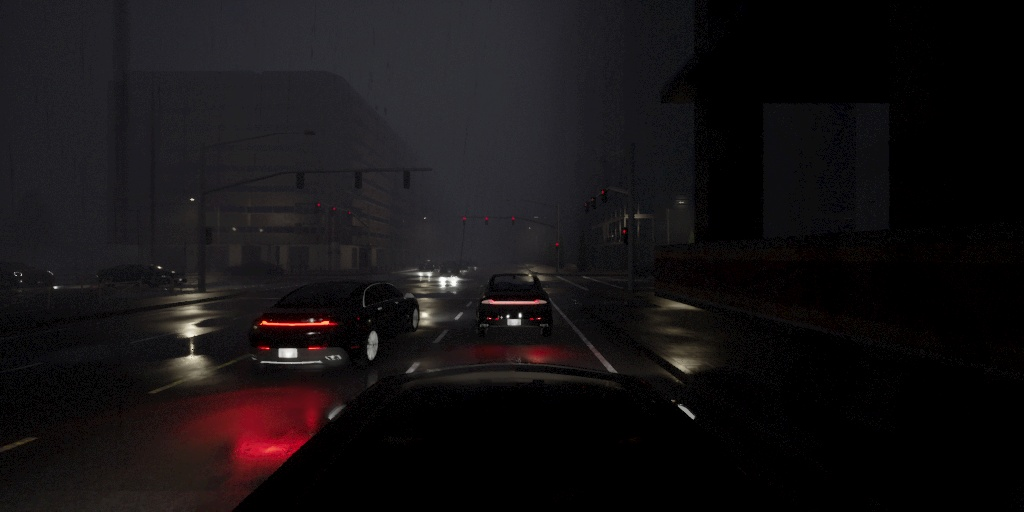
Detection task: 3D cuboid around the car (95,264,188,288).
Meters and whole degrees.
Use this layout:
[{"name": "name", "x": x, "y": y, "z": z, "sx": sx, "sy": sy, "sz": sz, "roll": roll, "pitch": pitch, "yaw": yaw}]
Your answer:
[{"name": "car", "x": -24.326, "y": 1.297, "z": 23.655, "sx": 4.902, "sy": 1.511, "sz": 2.128, "roll": 0, "pitch": 0, "yaw": 0}]

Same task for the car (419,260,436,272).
[{"name": "car", "x": -10.980, "y": 1.241, "z": 47.566, "sx": 2.128, "sy": 1.511, "sz": 4.902, "roll": 0, "pitch": 0, "yaw": 0}]

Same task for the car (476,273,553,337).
[{"name": "car", "x": 0.059, "y": 1.242, "z": 10.297, "sx": 2.128, "sy": 1.511, "sz": 4.902, "roll": 0, "pitch": 0, "yaw": 0}]

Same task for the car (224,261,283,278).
[{"name": "car", "x": -24.612, "y": 1.283, "z": 34.212, "sx": 5.008, "sy": 1.535, "sz": 1.882, "roll": 0, "pitch": 0, "yaw": 1}]

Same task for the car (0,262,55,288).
[{"name": "car", "x": -33.393, "y": 1.157, "z": 23.673, "sx": 4.553, "sy": 1.767, "sz": 2.097, "roll": 0, "pitch": 0, "yaw": 0}]

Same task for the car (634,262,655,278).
[{"name": "car", "x": 13.949, "y": 1.297, "z": 34.287, "sx": 4.902, "sy": 1.511, "sz": 2.128, "roll": 0, "pitch": 0, "yaw": 0}]

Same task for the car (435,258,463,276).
[{"name": "car", "x": -6.628, "y": 1.263, "z": 37.429, "sx": 2.128, "sy": 1.511, "sz": 4.902, "roll": 0, "pitch": 0, "yaw": -12}]

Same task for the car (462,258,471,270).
[{"name": "car", "x": -7.485, "y": 1.227, "z": 51.613, "sx": 1.882, "sy": 1.535, "sz": 5.008, "roll": 0, "pitch": 0, "yaw": 0}]

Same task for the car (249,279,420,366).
[{"name": "car", "x": -3.451, "y": 1.255, "z": 7.977, "sx": 1.837, "sy": 1.490, "sz": 4.892, "roll": 0, "pitch": 0, "yaw": 0}]
